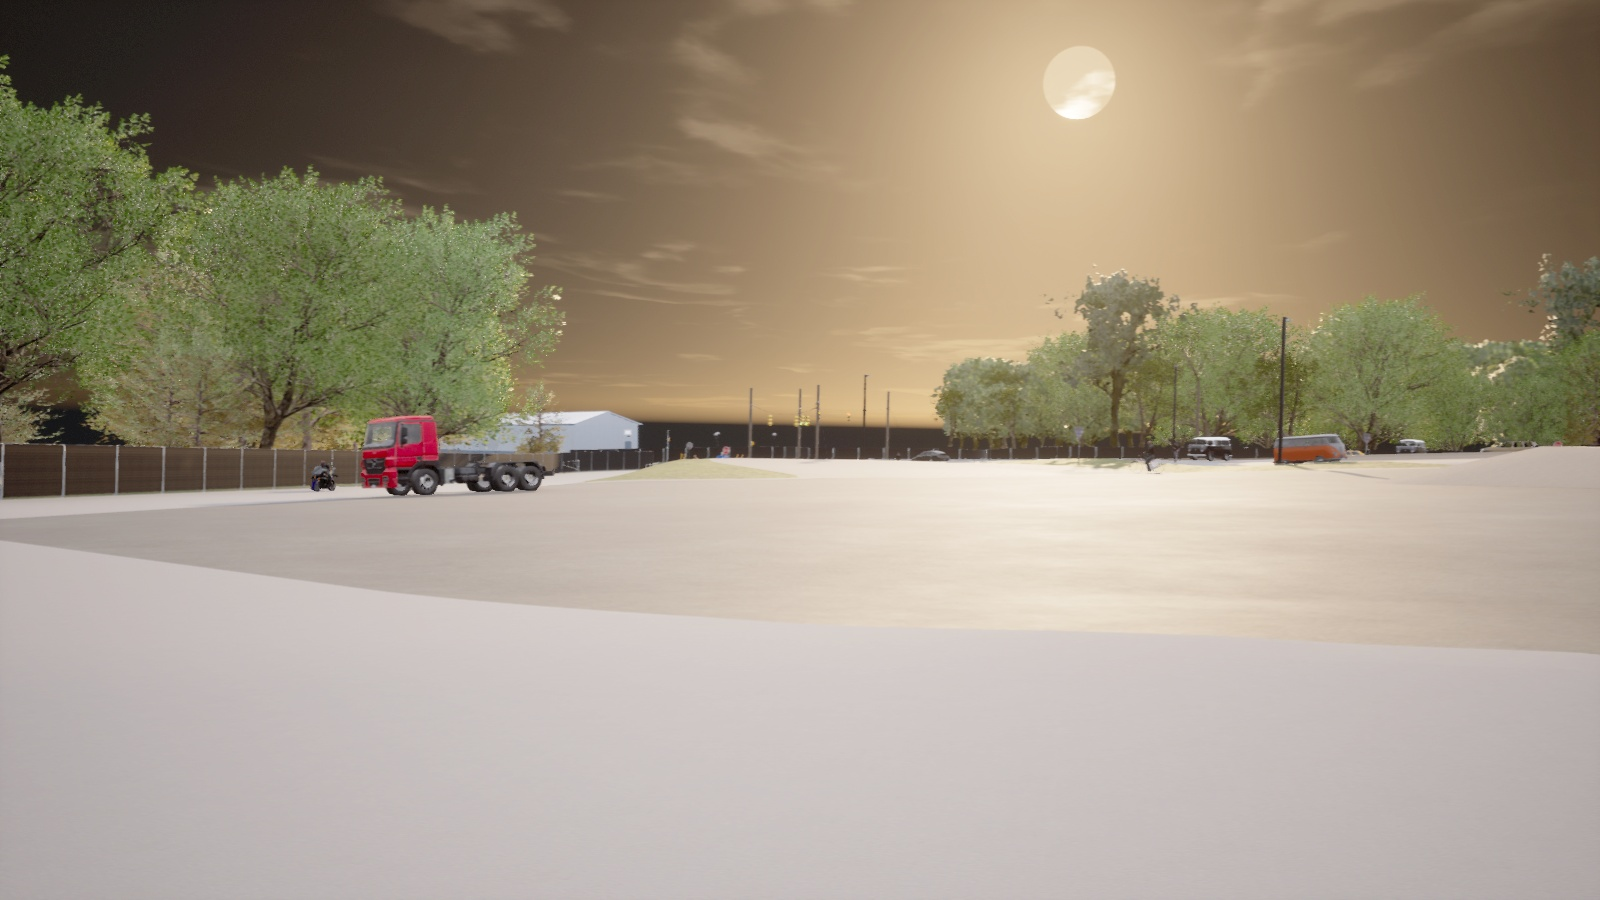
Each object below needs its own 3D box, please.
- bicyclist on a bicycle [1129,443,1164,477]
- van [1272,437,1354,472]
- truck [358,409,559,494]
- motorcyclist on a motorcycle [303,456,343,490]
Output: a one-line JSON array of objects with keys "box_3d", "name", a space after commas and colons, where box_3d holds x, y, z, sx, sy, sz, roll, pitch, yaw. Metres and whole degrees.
[{"box_3d": [18.790, 0.542, 68.109, 1.843, 1.776, 0.659, -1, 0, 16], "name": "bicyclist on a bicycle"}, {"box_3d": [31.987, 0.315, 78.466, 1.775, 1.987, 4.442, 0, -3, -33], "name": "van"}, {"box_3d": [-14.769, 0.061, 54.779, 7.936, 3.462, 2.891, -1, -1, -43], "name": "truck"}, {"box_3d": [-22.697, 1.095, 59.785, 0.866, 1.530, 2.191, 2, -1, 6], "name": "motorcyclist on a motorcycle"}]
